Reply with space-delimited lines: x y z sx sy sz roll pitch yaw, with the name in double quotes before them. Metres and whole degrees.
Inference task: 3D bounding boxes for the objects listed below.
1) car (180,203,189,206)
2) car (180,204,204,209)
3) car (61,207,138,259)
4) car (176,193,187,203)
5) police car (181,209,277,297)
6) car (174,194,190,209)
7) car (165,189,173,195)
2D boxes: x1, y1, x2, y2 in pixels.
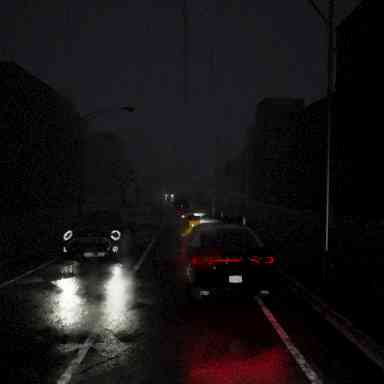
"car" 0.200 1.796 24.786 1.812 1.442 4.674 0 0 -2
"car" 0.400 1.669 18.975 1.801 1.575 5.366 0 -1 -2
"car" -3.399 1.470 12.961 2.097 1.767 4.553 0 -1 -2
"car" -1.886 1.053 59.198 1.994 1.385 4.181 0 3 -2
"police car" 0.744 1.475 8.875 1.930 1.638 5.238 0 -1 -2
"car" -1.403 1.529 45.555 1.837 1.490 4.892 0 2 -2
"car" -5.714 -0.043 83.137 1.812 1.442 4.674 0 2 -2
